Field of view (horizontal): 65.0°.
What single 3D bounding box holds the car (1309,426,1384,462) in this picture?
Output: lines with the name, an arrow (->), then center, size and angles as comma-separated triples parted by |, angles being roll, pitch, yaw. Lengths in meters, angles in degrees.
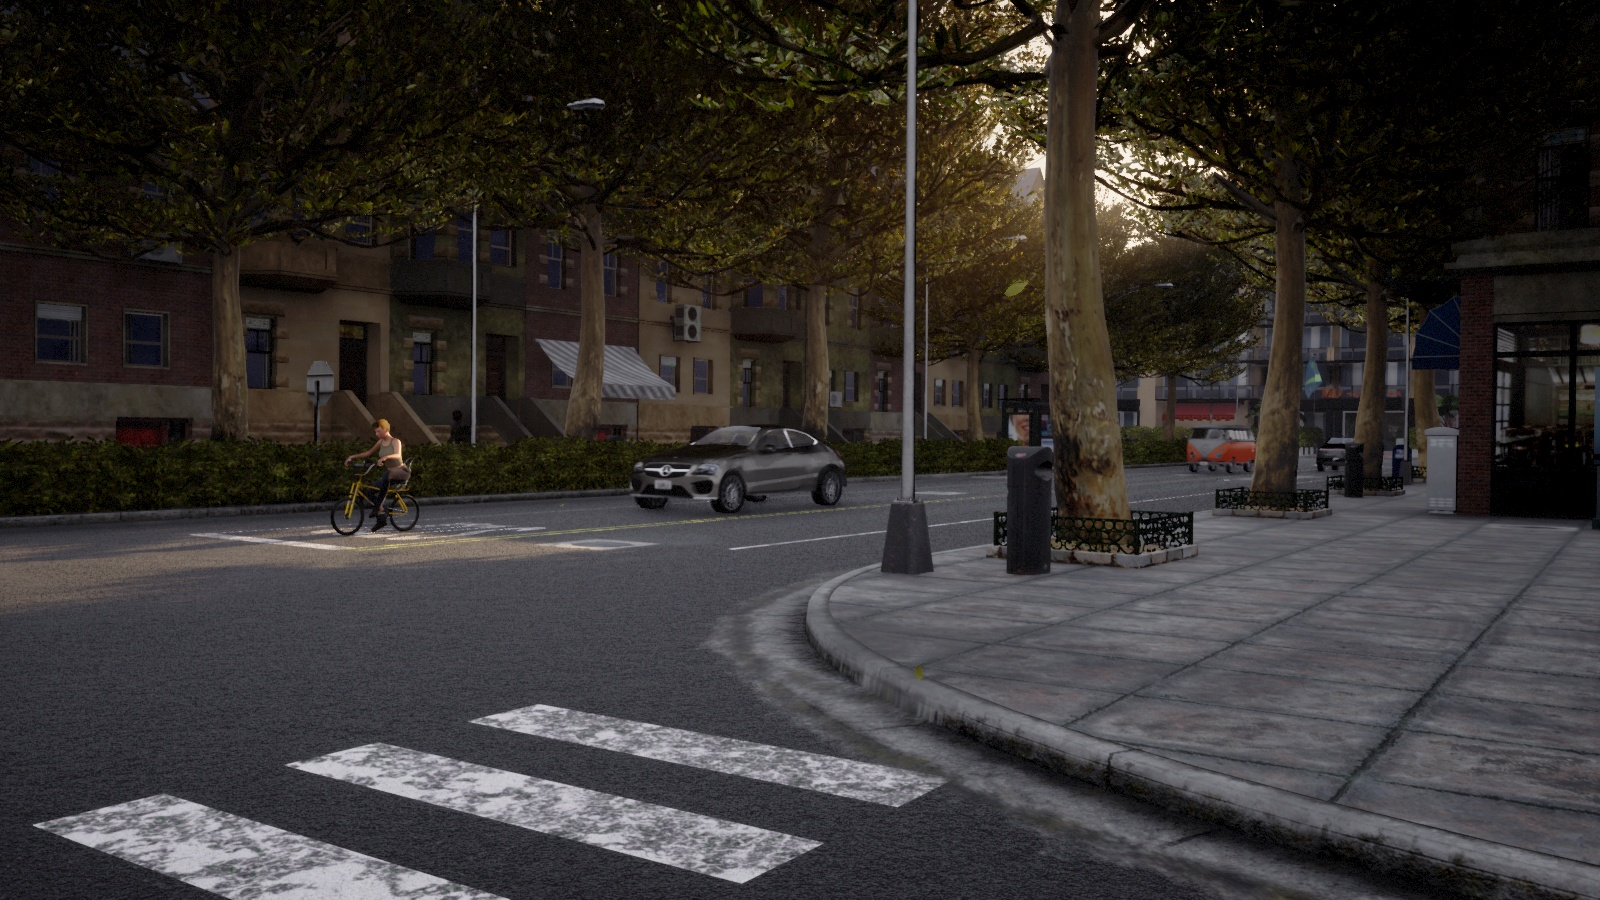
car -> 24.161, -0.290, 55.409 | 2.128, 1.511, 4.902 | 0, 1, 34

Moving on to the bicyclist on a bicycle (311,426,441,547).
bicyclist on a bicycle -> -5.954, 0.480, 17.696 | 0.866, 1.612, 1.509 | 0, 1, 34

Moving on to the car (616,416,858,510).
car -> -1.103, 0.182, 24.764 | 2.152, 1.651, 5.027 | 0, 1, 34

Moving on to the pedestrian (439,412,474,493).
pedestrian -> -8.302, 0.049, 30.341 | 0.395, 1.930, 0.692 | 0, 1, 42

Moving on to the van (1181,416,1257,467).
van -> 17.228, -0.375, 51.489 | 1.775, 1.987, 4.442 | 0, 1, 34
